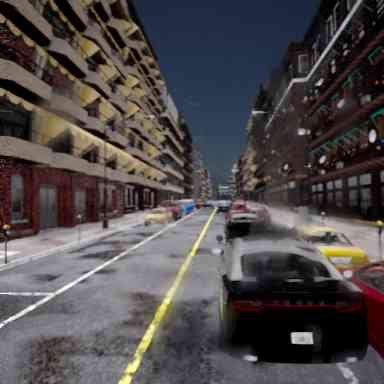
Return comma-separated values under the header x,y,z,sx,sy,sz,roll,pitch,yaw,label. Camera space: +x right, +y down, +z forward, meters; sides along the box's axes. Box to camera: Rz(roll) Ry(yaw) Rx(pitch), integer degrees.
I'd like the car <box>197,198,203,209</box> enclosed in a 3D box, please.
x,y,z,sx,sy,sz,roll,pitch,yaw,label
0.368,2.182,60.289,2.192,1.841,5.009,0,-1,5,car

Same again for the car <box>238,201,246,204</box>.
x,y,z,sx,sy,sz,roll,pitch,yaw,label
5.690,1.891,31.974,2.008,1.369,4.403,0,-1,5,car

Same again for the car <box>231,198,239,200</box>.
x,y,z,sx,sy,sz,roll,pitch,yaw,label
7.704,2.181,54.002,1.887,1.381,4.507,0,-1,5,car

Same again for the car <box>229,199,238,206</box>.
x,y,z,sx,sy,sz,roll,pitch,yaw,label
10.187,2.483,81.546,1.967,1.590,4.097,0,-1,5,car

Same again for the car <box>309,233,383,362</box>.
x,y,z,sx,sy,sz,roll,pitch,yaw,label
3.174,1.548,4.437,1.887,1.381,4.507,0,-1,5,car

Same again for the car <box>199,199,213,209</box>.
x,y,z,sx,sy,sz,roll,pitch,yaw,label
2.887,2.416,59.875,1.895,1.301,4.718,-1,-1,5,car

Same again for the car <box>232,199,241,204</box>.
x,y,z,sx,sy,sz,roll,pitch,yaw,label
7.200,2.104,48.496,1.887,1.381,4.507,0,-1,5,car

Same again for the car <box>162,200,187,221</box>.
x,y,z,sx,sy,sz,roll,pitch,yaw,label
-2.148,1.807,32.755,2.192,1.841,5.009,0,-1,5,car

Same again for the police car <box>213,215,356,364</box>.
x,y,z,sx,sy,sz,roll,pitch,yaw,label
1.427,1.485,6.362,1.930,1.638,5.238,-1,-1,4,police car

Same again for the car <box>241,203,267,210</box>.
x,y,z,sx,sy,sz,roll,pitch,yaw,label
5.187,1.815,26.466,1.887,1.381,4.507,0,-1,5,car

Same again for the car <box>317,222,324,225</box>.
x,y,z,sx,sy,sz,roll,pitch,yaw,label
3.693,1.594,10.115,1.752,1.417,4.829,0,-1,5,car

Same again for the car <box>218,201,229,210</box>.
x,y,z,sx,sy,sz,roll,pitch,yaw,label
5.369,2.249,56.839,1.812,1.442,4.674,-1,-1,5,car

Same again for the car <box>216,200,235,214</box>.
x,y,z,sx,sy,sz,roll,pitch,yaw,label
4.101,2.076,42.877,2.033,1.411,5.357,-1,-1,5,car

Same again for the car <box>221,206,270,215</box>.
x,y,z,sx,sy,sz,roll,pitch,yaw,label
2.483,1.680,16.219,1.837,1.490,4.892,-1,-1,5,car

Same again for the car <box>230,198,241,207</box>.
x,y,z,sx,sy,sz,roll,pitch,yaw,label
9.181,2.191,70.532,2.192,1.841,5.009,0,-1,5,car

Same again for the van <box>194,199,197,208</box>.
x,y,z,sx,sy,sz,roll,pitch,yaw,label
-0.639,2.052,49.275,1.690,1.788,3.998,0,-1,5,van

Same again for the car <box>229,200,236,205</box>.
x,y,z,sx,sy,sz,roll,pitch,yaw,label
11.194,2.800,92.559,1.802,1.307,4.206,0,-1,5,car

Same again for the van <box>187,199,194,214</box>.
x,y,z,sx,sy,sz,roll,pitch,yaw,label
-1.142,1.976,43.766,1.690,1.788,3.998,0,-1,5,van

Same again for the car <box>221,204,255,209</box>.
x,y,z,sx,sy,sz,roll,pitch,yaw,label
3.030,1.774,22.195,1.812,1.442,4.674,-1,-1,5,car

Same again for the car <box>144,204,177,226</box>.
x,y,z,sx,sy,sz,roll,pitch,yaw,label
-2.669,1.945,27.075,1.752,1.417,4.829,0,-1,5,car
